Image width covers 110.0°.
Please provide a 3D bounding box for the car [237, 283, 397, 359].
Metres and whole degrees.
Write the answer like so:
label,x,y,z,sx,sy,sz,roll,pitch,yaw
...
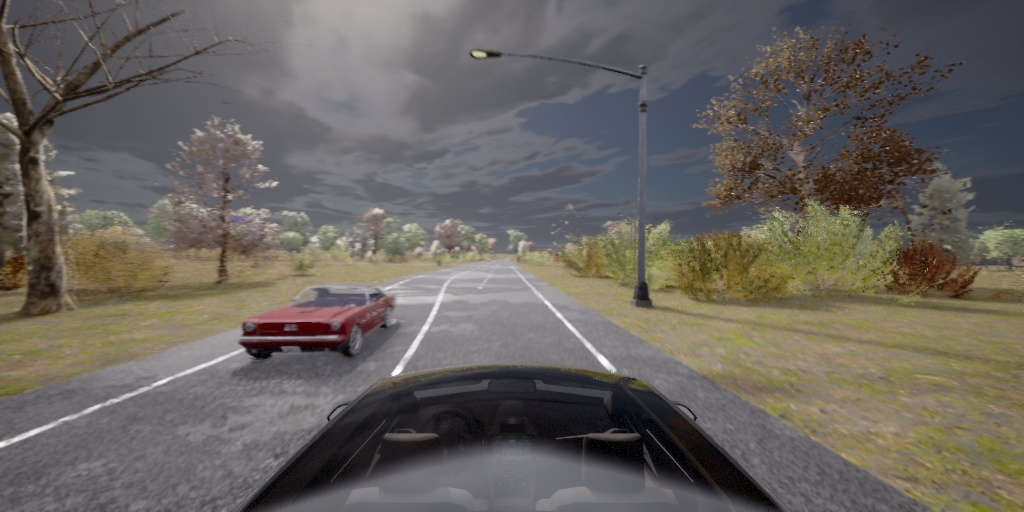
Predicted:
label,x,y,z,sx,sy,sz,roll,pitch,yaw
car,-4.146,1.344,8.516,1.895,1.301,4.718,1,0,-7
